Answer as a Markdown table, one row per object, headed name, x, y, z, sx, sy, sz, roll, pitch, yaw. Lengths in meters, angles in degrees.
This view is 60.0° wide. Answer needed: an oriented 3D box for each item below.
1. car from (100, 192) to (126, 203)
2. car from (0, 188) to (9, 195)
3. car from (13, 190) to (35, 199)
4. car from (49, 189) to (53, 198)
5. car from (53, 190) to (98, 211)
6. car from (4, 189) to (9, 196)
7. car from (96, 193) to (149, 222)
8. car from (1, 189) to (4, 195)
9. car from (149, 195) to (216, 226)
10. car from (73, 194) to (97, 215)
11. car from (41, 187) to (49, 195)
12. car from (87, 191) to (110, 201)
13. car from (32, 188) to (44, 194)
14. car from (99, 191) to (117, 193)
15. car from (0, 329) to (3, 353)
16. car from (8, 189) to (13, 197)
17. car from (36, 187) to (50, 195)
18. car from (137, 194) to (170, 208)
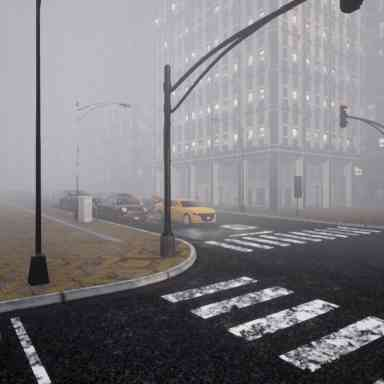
| name | x | y | z | sx | sy | sz | roll | pitch | yaw |
| --- | --- | --- | --- | --- | --- | --- | --- | --- | --- |
| car | -10.849 | 0.707 | 45.468 | 1.752 | 1.417 | 4.829 | 1 | 0 | -36 |
| car | -43.468 | -0.113 | 76.672 | 1.887 | 1.381 | 4.507 | 1 | 0 | -36 |
| car | -27.256 | 0.422 | 54.002 | 1.887 | 1.381 | 4.507 | 1 | 0 | -36 |
| car | -23.047 | 0.378 | 58.046 | 1.812 | 1.442 | 4.674 | 0 | 1 | -36 |
| car | -11.038 | 0.729 | 31.331 | 2.192 | 1.841 | 5.009 | 1 | 0 | -36 |
| car | -33.741 | 0.208 | 63.070 | 1.887 | 1.381 | 4.507 | 1 | 0 | -36 |
| car | -4.556 | 1.069 | 22.264 | 1.967 | 1.590 | 4.097 | 1 | 0 | -36 |
| car | -36.983 | 0.107 | 67.604 | 2.008 | 1.369 | 4.403 | 1 | 0 | -36 |
| car | -0.525 | 1.166 | 21.053 | 1.882 | 1.535 | 5.008 | 0 | 1 | -36 |
| car | -7.802 | 1.103 | 26.798 | 1.802 | 1.307 | 4.206 | 1 | 0 | -36 |
| car | -33.457 | -0.020 | 77.079 | 1.887 | 1.381 | 4.507 | 1 | 0 | -36 |
| car | -13.995 | 0.644 | 49.865 | 1.947 | 1.339 | 4.313 | 1 | 0 | -36 |
| car | -39.944 | -0.213 | 86.151 | 1.947 | 1.339 | 4.313 | 1 | 0 | -36 |
| car | -5.934 | 0.861 | 28.618 | 2.097 | 1.767 | 4.553 | 0 | 1 | -36 |
| car | -4.387 | 1.440 | 3.432 | 4.097 | 1.590 | 1.967 | 0 | 0 | -35 |
| car | -30.498 | 0.321 | 58.536 | 2.008 | 1.369 | 4.403 | 1 | 0 | -36 |
| car | -36.695 | -0.357 | 81.614 | 2.192 | 1.841 | 5.009 | 1 | 0 | -36 |
| car | -4.264 | 0.982 | 36.257 | 1.802 | 1.307 | 4.206 | 1 | 0 | -36 |
